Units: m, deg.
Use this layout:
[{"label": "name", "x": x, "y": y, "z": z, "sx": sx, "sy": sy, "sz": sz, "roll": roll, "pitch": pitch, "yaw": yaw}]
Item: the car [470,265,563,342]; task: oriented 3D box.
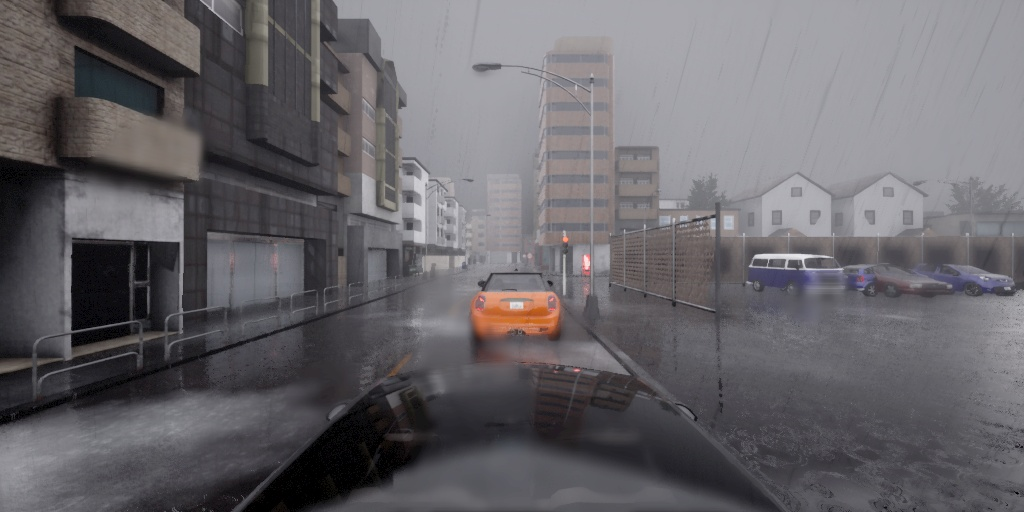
[{"label": "car", "x": 0.101, "y": 1.102, "z": 9.965, "sx": 2.097, "sy": 1.767, "sz": 4.553, "roll": 0, "pitch": 0, "yaw": 0}]
